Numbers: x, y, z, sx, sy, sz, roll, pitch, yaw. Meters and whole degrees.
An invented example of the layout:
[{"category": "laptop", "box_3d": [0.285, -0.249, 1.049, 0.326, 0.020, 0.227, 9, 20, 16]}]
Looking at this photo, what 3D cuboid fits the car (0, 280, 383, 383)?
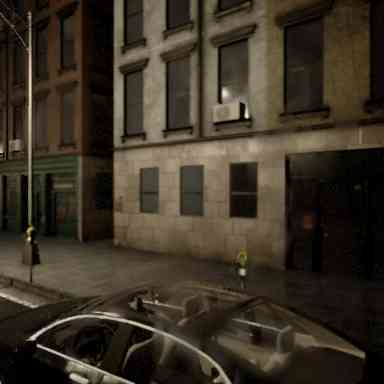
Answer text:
[{"category": "car", "box_3d": [-0.341, 1.551, 3.052, 4.403, 1.369, 2.008, 0, 0, 35]}]
